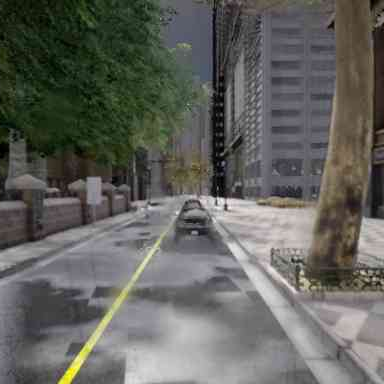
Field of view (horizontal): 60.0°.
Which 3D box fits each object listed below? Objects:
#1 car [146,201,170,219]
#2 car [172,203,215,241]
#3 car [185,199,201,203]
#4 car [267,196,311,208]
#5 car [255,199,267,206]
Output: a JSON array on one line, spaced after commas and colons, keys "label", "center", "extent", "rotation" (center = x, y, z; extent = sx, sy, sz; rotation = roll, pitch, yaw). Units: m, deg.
[{"label": "car", "center": [-3.006, 1.550, 29.890], "extent": [1.812, 1.442, 4.674], "rotation": [0, 0, 0]}, {"label": "car", "center": [0.100, 1.511, 16.560], "extent": [1.837, 1.490, 4.892], "rotation": [0, 0, 0]}, {"label": "car", "center": [0.065, 1.454, 29.715], "extent": [2.033, 1.649, 4.856], "rotation": [0, 0, 0]}, {"label": "car", "center": [12.352, 1.363, 41.665], "extent": [4.829, 1.417, 1.752], "rotation": [-1, 1, 0]}, {"label": "car", "center": [12.035, 1.356, 50.191], "extent": [4.829, 1.417, 1.752], "rotation": [-1, 1, 0]}]
